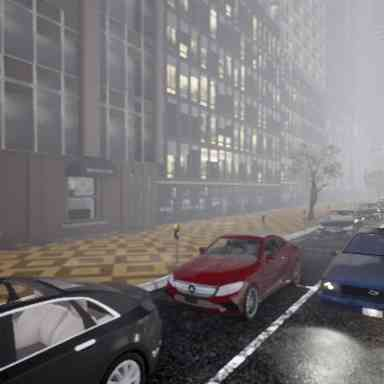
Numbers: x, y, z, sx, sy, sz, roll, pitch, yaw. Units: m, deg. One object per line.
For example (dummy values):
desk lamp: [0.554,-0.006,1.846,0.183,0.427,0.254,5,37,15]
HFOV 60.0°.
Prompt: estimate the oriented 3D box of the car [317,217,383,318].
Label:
car: [4.428,1.553,7.519,2.033,1.411,5.357,0,0,35]

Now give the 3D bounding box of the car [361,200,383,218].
car: [13.976,1.567,26.133,2.008,1.369,4.403,0,0,34]

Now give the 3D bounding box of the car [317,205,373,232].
car: [7.569,1.554,16.744,2.008,1.369,4.403,0,0,34]

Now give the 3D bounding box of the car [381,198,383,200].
car: [20.383,1.611,35.523,1.802,1.307,4.206,0,0,34]

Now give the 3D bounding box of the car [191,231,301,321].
car: [1.163,1.572,7.354,1.802,1.307,4.206,0,0,34]

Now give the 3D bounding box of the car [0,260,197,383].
car: [-2.042,1.534,2.660,2.008,1.369,4.403,0,0,34]
